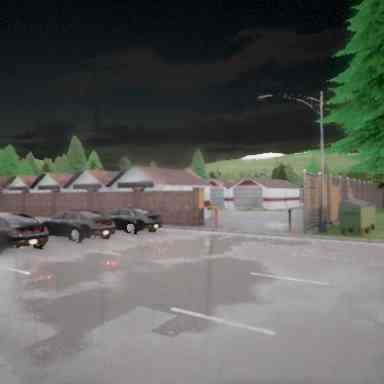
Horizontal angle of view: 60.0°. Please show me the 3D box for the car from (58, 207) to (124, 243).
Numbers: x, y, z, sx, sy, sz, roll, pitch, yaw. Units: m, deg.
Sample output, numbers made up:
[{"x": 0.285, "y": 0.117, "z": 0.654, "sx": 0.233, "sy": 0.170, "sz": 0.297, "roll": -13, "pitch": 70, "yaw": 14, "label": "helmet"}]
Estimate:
[{"x": -5.973, "y": 1.646, "z": 16.859, "sx": 4.892, "sy": 1.490, "sz": 1.837, "roll": 0, "pitch": 0, "yaw": 35, "label": "car"}]

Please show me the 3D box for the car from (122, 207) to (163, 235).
[{"x": -3.956, "y": 1.647, "z": 19.719, "sx": 4.892, "sy": 1.490, "sz": 1.837, "roll": 0, "pitch": 0, "yaw": 35, "label": "car"}]

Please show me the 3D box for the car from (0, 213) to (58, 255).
[{"x": -7.991, "y": 1.646, "z": 14.000, "sx": 4.892, "sy": 1.490, "sz": 1.837, "roll": 0, "pitch": 0, "yaw": 35, "label": "car"}]
